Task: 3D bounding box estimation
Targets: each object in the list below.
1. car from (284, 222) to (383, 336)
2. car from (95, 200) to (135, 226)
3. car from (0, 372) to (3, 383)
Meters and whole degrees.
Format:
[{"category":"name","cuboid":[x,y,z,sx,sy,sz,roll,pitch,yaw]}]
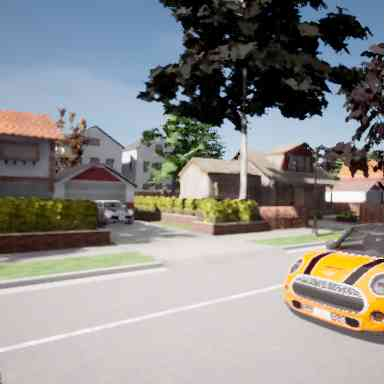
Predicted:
[{"category":"car","cuboid":[3.988,1.451,6.839,4.553,1.767,2.097,1,-1,-36]},{"category":"car","cuboid":[-5.150,1.279,20.949,1.970,1.475,3.806,1,-1,-35]},{"category":"car","cuboid":[-3.775,1.515,1.297,5.357,1.411,2.033,1,-1,-35]}]
